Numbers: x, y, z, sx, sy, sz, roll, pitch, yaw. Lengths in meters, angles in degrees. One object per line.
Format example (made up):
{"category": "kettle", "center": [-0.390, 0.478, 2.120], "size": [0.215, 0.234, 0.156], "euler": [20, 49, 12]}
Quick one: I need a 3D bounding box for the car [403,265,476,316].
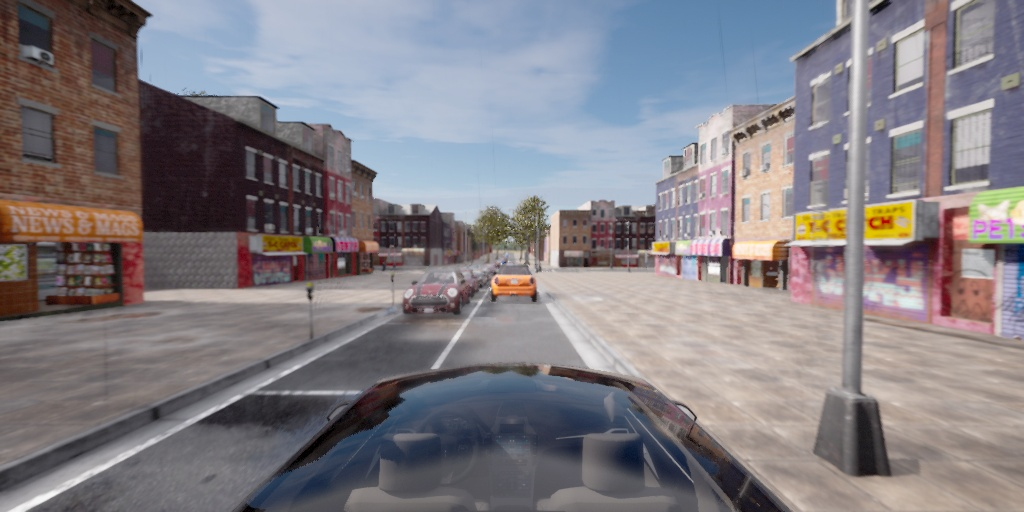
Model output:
{"category": "car", "center": [-2.645, 1.217, 13.415], "size": [1.967, 1.591, 4.097], "euler": [0, 0, 0]}

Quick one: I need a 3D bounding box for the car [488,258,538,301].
{"category": "car", "center": [0.093, 1.147, 17.779], "size": [2.097, 1.767, 4.553], "euler": [0, 0, 0]}

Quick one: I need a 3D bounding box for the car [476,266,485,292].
{"category": "car", "center": [-2.646, 1.380, 18.860], "size": [1.802, 1.307, 4.207], "euler": [0, 0, 0]}

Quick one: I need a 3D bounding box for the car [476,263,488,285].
{"category": "car", "center": [-2.649, 1.371, 24.309], "size": [2.007, 1.370, 4.403], "euler": [0, 0, 0]}
